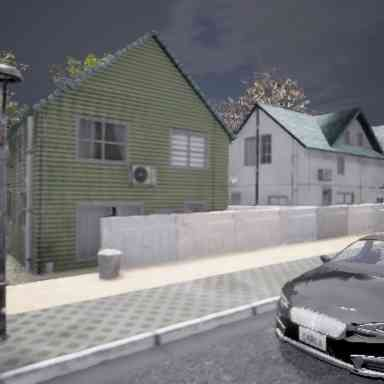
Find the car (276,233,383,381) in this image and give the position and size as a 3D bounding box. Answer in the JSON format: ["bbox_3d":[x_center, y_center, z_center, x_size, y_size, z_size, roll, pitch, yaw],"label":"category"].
[{"bbox_3d":[3.427,1.467,5.387,4.902,1.511,2.128,0,0,-35],"label":"car"}]
